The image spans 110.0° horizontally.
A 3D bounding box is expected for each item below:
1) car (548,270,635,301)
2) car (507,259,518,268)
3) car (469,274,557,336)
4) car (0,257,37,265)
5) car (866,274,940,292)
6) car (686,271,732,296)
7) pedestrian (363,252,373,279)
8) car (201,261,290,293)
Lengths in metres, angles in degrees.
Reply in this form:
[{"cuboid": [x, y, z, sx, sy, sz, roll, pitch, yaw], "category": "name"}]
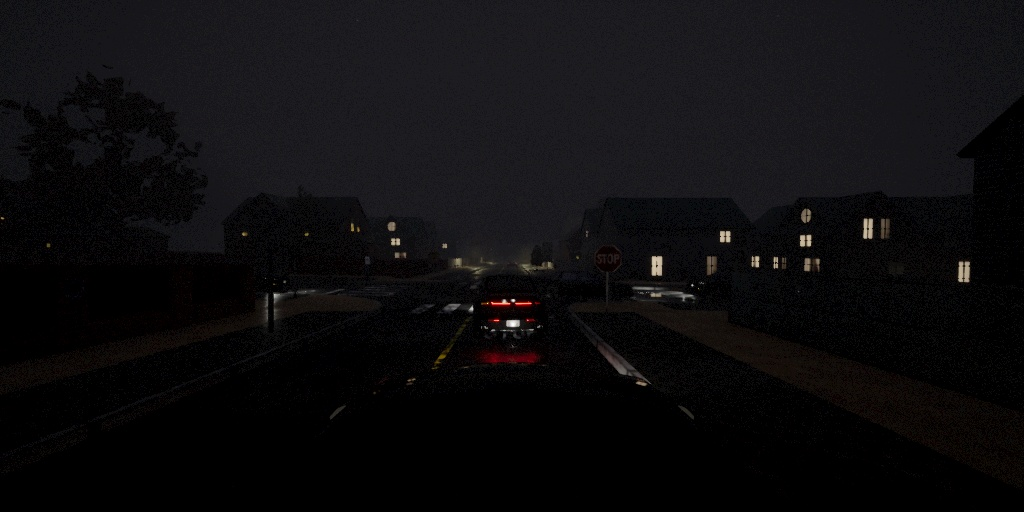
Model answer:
[{"cuboid": [3.277, 1.406, 18.053, 5.357, 1.411, 2.033, 1, 1, 1], "category": "car"}, {"cuboid": [0.052, 1.265, 61.320, 2.033, 1.411, 5.357, 0, 0, 0], "category": "car"}, {"cuboid": [-0.150, 1.252, 10.387, 1.837, 1.490, 4.892, 0, 0, -4], "category": "car"}, {"cuboid": [-26.587, 0.768, 18.490, 4.892, 1.490, 1.837, 1, 1, 1], "category": "car"}, {"cuboid": [22.708, 1.774, 20.702, 5.357, 1.411, 2.033, 1, 1, 1], "category": "car"}, {"cuboid": [12.510, 1.567, 20.851, 4.181, 1.385, 1.994, 1, 1, 1], "category": "car"}, {"cuboid": [-9.701, 0.611, 24.084, 0.375, 1.860, 0.375, 0, 0, 1], "category": "pedestrian"}, {"cuboid": [-14.002, 1.022, 18.297, 4.892, 1.490, 1.837, 1, 1, 1], "category": "car"}]
